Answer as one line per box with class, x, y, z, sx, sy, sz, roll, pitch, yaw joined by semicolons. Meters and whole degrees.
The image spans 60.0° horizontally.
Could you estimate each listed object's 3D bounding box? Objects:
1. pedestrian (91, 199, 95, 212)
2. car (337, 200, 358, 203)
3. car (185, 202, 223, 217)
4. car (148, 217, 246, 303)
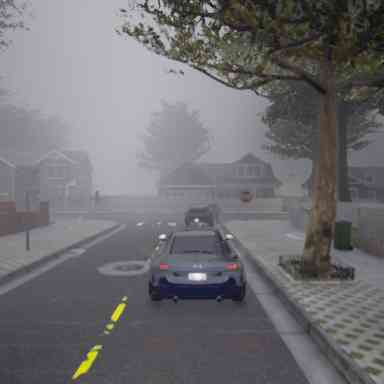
pedestrian;-9.759;1.278;32.654;0.375;1.300;0.375;0;0;-1
car;13.170;1.489;29.976;4.892;1.490;1.837;0;1;-1
car;0.857;1.464;22.812;1.837;1.490;4.892;-1;0;13
car;0.100;1.547;8.233;1.994;1.385;4.181;0;0;0
